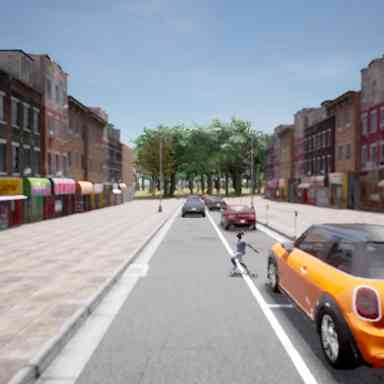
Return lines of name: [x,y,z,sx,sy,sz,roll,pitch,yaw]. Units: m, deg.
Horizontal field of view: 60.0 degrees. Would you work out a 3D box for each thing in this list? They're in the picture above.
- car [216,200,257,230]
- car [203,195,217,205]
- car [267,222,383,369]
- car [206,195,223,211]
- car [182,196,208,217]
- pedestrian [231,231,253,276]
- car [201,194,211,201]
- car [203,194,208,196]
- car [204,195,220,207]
car: [2.672,1.398,19.775,1.887,1.381,4.507,-1,0,0]
car: [2.749,1.204,52.213,2.008,1.369,4.403,-1,0,0]
car: [2.762,1.306,5.818,2.097,1.767,4.553,0,0,0]
car: [2.711,1.313,35.995,1.947,1.339,4.313,-1,0,0]
car: [0.147,1.354,29.225,1.994,1.385,4.181,0,0,0]
pedestrian: [1.297,1.228,8.616,0.375,1.860,0.375,-1,1,0]
car: [2.788,1.116,68.433,1.887,1.381,4.507,-1,0,0]
car: [2.724,1.265,41.401,2.008,1.369,4.403,-1,0,0]
car: [2.737,1.228,46.807,1.887,1.381,4.507,-1,0,0]
